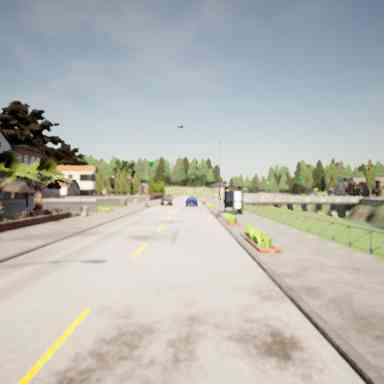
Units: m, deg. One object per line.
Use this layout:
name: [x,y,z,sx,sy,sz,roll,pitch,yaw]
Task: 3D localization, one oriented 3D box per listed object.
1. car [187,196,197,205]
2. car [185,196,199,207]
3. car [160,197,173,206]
car: [-0.045,1.511,61.387,1.812,1.442,4.674,0,0,0]
car: [-0.037,1.466,50.967,1.882,1.535,5.008,0,0,0]
car: [-4.039,1.489,53.829,2.128,1.511,4.902,0,0,0]
